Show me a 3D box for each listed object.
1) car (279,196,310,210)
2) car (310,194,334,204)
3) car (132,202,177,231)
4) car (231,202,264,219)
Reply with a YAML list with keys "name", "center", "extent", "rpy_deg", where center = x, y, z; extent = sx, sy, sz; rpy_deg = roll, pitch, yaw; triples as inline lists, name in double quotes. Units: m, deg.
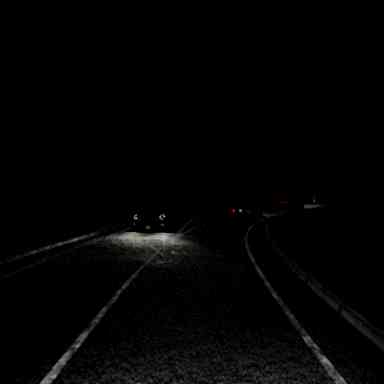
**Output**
- name: "car"
  center: [12.734, 1.458, 42.359]
  extent: [2.128, 1.511, 4.902]
  rpy_deg: [-1, 0, 38]
- name: "car"
  center: [21.363, 0.991, 55.746]
  extent: [5.566, 2.045, 2.150]
  rpy_deg: [-1, 0, -32]
- name: "car"
  center: [-2.303, 1.458, 21.219]
  extent: [2.097, 1.767, 4.553]
  rpy_deg: [0, 0, 6]
- name: "car"
  center: [5.103, 1.627, 30.092]
  extent: [2.033, 1.411, 5.357]
  rpy_deg: [0, 0, 25]
